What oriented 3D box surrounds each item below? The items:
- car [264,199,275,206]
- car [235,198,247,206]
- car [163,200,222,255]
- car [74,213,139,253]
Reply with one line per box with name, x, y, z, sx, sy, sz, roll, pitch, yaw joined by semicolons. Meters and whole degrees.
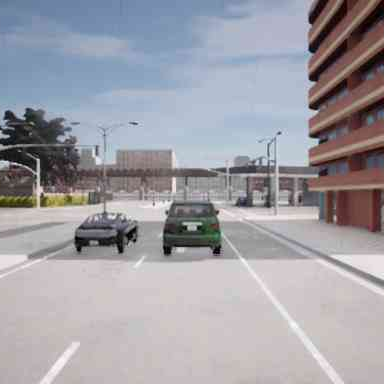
car;15.463;2.070;65.620;1.970;1.475;3.806;0;-1;0
car;9.718;1.902;64.860;2.242;1.667;4.611;0;-1;0
car;0.003;1.349;14.028;2.150;2.045;5.566;0;0;0
car;-3.497;1.626;14.291;2.128;1.511;4.902;0;0;0
